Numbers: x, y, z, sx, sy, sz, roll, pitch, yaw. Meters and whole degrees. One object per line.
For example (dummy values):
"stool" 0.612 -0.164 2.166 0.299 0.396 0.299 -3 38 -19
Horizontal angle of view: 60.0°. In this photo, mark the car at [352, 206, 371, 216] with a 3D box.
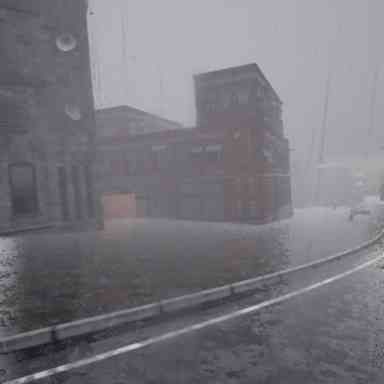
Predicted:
"car" 26.260 2.911 51.701 1.994 1.385 4.181 -3 -3 17
